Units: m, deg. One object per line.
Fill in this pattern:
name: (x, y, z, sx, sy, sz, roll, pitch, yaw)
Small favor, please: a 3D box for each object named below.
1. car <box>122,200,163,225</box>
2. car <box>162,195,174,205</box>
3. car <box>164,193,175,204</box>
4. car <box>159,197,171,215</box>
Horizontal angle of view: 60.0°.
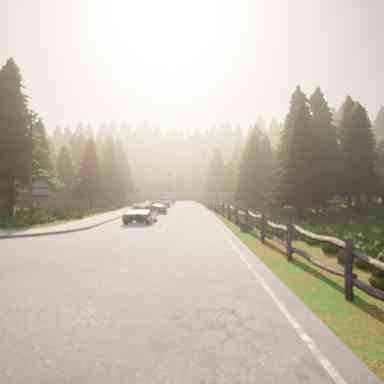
car: (-3.664, 1.542, 24.377, 2.033, 1.411, 5.357, 0, 0, 2)
car: (-3.991, 1.504, 47.559, 1.837, 1.490, 4.892, 0, 0, -1)
car: (-4.269, 1.256, 60.655, 2.150, 2.045, 5.566, 0, 0, -2)
car: (-3.572, 1.555, 34.114, 1.994, 1.385, 4.181, 0, 0, -1)
